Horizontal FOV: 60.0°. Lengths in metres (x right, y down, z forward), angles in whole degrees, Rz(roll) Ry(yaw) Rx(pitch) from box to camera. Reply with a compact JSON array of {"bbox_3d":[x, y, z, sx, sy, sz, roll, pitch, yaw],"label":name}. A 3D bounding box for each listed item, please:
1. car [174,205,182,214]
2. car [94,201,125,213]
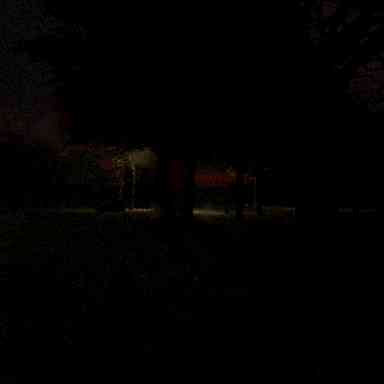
[{"bbox_3d":[-2.117,3.176,61.853,1.882,1.535,5.008,1,-1,35],"label":"car"},{"bbox_3d":[-14.084,2.597,57.156,2.150,2.045,5.566,1,1,36],"label":"car"}]
